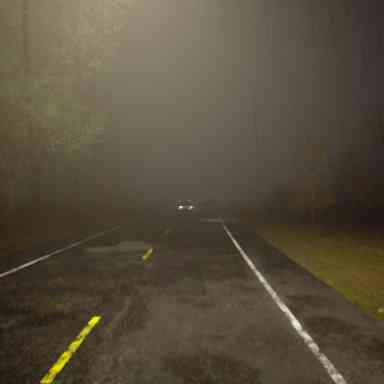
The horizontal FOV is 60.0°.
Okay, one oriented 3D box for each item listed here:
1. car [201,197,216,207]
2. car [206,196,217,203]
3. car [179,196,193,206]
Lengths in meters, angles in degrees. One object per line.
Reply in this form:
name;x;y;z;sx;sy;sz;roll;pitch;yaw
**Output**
car;2.436;1.666;52.806;1.994;1.385;4.181;0;0;5
car;4.140;1.676;70.955;1.994;1.385;4.181;0;0;7
car;-0.972;1.461;56.048;2.097;1.767;4.553;0;0;6
